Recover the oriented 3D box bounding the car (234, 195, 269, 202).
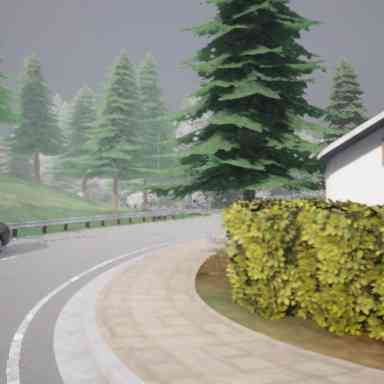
[{"bbox_3d":[5.197,1.281,26.594,2.150,2.045,5.566,0,0,35],"label":"car"}]

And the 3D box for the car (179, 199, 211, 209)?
[{"bbox_3d":[0.370,1.622,44.694,4.674,1.442,1.812,0,0,35],"label":"car"}]

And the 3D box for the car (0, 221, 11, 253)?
[{"bbox_3d":[-8.025,1.488,10.502,1.837,1.490,4.892,-1,0,11],"label":"car"}]
